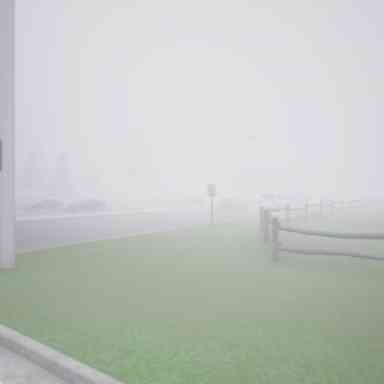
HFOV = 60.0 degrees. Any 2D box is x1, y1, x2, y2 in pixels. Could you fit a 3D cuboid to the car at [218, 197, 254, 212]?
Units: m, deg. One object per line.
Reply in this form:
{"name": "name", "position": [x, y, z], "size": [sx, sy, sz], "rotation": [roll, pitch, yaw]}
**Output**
{"name": "car", "position": [4.853, 1.332, 38.165], "size": [2.097, 1.767, 4.553], "rotation": [0, 0, 35]}

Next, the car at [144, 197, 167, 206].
{"name": "car", "position": [-5.990, 1.523, 55.283], "size": [1.994, 1.385, 4.181], "rotation": [0, 0, 35]}

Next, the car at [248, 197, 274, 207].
{"name": "car", "position": [11.022, 1.523, 53.138], "size": [2.033, 1.411, 5.357], "rotation": [0, 0, 36]}

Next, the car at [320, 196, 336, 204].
{"name": "car", "position": [24.161, 1.511, 59.257], "size": [1.812, 1.442, 4.674], "rotation": [0, -1, 36]}

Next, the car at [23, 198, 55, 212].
{"name": "car", "position": [-17.286, 1.486, 39.063], "size": [1.812, 1.442, 4.674], "rotation": [0, 0, 35]}

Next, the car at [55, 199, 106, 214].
{"name": "car", "position": [-11.384, 1.456, 35.289], "size": [2.128, 1.511, 4.902], "rotation": [0, 0, 35]}

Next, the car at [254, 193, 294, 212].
{"name": "car", "position": [9.795, 1.205, 39.148], "size": [2.150, 2.045, 5.566], "rotation": [0, 0, 35]}

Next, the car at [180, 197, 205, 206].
{"name": "car", "position": [0.144, 1.458, 51.837], "size": [2.128, 1.511, 4.902], "rotation": [0, 0, 35]}

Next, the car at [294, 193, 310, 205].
{"name": "car", "position": [18.597, 1.201, 57.580], "size": [2.150, 2.045, 5.566], "rotation": [0, 0, 37]}

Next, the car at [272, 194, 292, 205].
{"name": "car", "position": [16.534, 1.328, 60.860], "size": [2.097, 1.767, 4.553], "rotation": [0, 0, 36]}
